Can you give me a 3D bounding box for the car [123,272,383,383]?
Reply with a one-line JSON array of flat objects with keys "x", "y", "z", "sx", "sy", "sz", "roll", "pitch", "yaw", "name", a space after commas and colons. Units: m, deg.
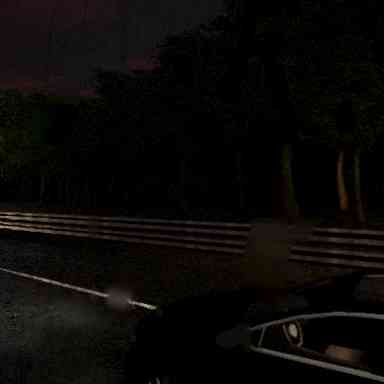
[{"x": 1.512, "y": 1.491, "z": 2.797, "sx": 4.902, "sy": 1.511, "sz": 2.128, "roll": -1, "pitch": 0, "yaw": 35, "name": "car"}]
